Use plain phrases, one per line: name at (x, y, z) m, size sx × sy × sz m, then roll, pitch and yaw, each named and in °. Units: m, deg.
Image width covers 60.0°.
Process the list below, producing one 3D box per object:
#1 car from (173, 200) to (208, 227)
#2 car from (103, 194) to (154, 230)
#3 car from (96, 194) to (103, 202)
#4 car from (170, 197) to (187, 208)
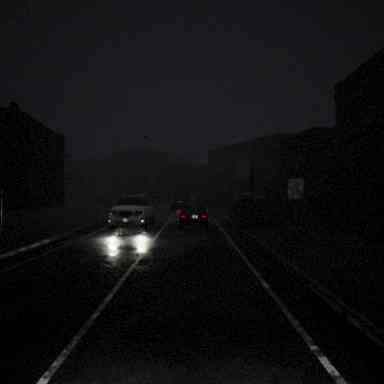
car at (0.088, 1.471, 21.781) m, size 2.033 × 1.411 × 5.357 m, roll 0°, pitch 0°, yaw 0°
car at (-3.629, 1.148, 20.753) m, size 2.150 × 2.045 × 5.566 m, roll 0°, pitch 0°, yaw 0°
car at (-15.608, 1.189, 60.479) m, size 2.128 × 1.511 × 4.902 m, roll 1°, pitch 0°, yaw -43°
car at (-1.601, 1.351, 41.572) m, size 2.128 × 1.511 × 4.902 m, roll 0°, pitch 0°, yaw -11°
